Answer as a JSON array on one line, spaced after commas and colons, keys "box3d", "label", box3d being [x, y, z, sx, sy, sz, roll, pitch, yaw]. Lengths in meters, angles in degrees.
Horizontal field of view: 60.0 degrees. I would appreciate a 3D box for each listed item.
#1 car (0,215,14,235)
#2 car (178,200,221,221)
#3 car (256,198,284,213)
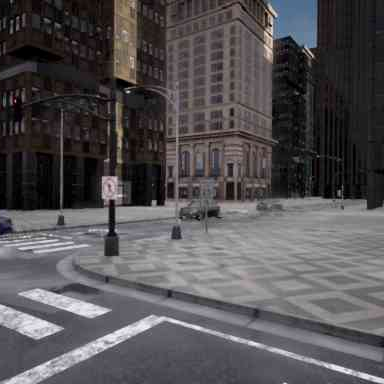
[{"box3d": [-10.708, 1.526, 15.082, 4.674, 1.442, 1.812, 1, 0, -30], "label": "car"}, {"box3d": [0.666, 1.490, 28.734, 2.097, 1.767, 4.553, 1, 0, 35], "label": "car"}, {"box3d": [9.736, 1.579, 41.535, 2.097, 1.767, 4.553, 1, 0, 35], "label": "car"}]
